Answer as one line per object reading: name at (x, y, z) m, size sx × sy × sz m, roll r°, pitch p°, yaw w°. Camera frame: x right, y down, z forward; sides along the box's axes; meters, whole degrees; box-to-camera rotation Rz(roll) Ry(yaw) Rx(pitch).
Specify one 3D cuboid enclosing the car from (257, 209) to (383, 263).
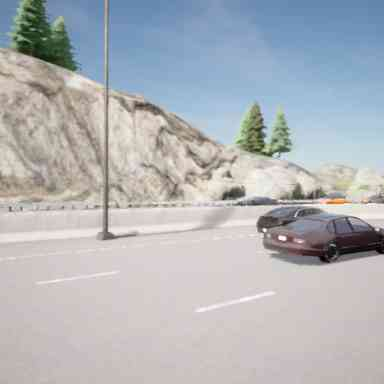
car at (4.960, 1.482, 11.610) m, size 5.357 × 1.411 × 2.033 m, roll 0°, pitch 1°, yaw -31°

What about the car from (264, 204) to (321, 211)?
car at (5.244, 1.408, 15.573) m, size 4.892 × 1.490 × 1.837 m, roll 0°, pitch 0°, yaw -31°

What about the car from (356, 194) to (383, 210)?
car at (22.436, 1.179, 40.219) m, size 4.553 × 1.767 × 2.097 m, roll 0°, pitch 1°, yaw -23°
